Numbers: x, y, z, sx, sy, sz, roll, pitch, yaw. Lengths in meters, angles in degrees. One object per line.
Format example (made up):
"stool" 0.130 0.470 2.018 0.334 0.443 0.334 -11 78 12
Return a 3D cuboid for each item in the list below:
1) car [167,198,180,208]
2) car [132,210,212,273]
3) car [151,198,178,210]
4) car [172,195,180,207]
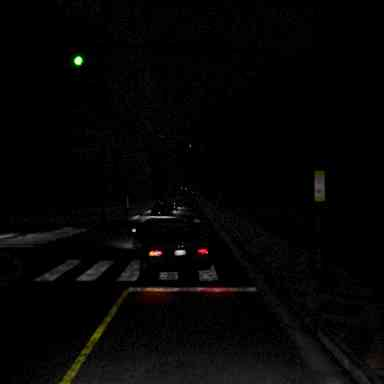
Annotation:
"car" -3.002 1.763 54.710 1.812 1.442 4.674 0 0 0
"car" -0.878 1.569 10.830 2.033 1.411 5.357 0 0 -13
"car" -3.056 1.677 34.963 2.033 1.411 5.357 0 0 3
"car" -3.067 1.533 44.591 2.097 1.767 4.553 0 0 0
